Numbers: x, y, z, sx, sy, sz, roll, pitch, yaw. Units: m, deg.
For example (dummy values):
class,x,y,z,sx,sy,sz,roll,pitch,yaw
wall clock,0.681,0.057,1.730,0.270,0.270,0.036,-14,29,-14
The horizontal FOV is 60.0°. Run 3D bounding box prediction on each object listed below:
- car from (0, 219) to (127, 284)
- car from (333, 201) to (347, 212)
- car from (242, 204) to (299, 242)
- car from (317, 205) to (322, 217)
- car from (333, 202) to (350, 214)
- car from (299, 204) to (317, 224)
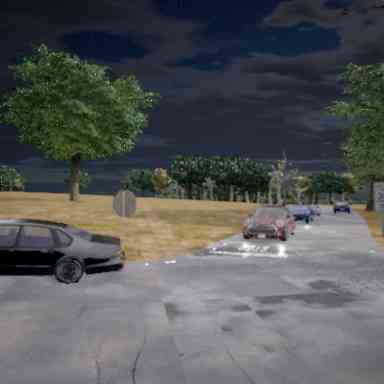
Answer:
class,x,y,z,sx,sy,sz,roll,pitch,yaw
car,-4.393,1.414,8.512,5.357,1.411,2.033,4,0,-12
car,23.697,2.277,53.449,1.882,1.535,5.008,0,-1,21
car,4.183,1.528,17.707,2.097,1.767,4.553,0,-1,24
car,13.796,2.102,38.243,1.895,1.301,4.718,0,-1,24
car,19.781,2.081,43.887,1.882,1.535,5.008,0,-1,23
car,9.356,1.828,28.856,1.882,1.535,5.008,0,-1,26
